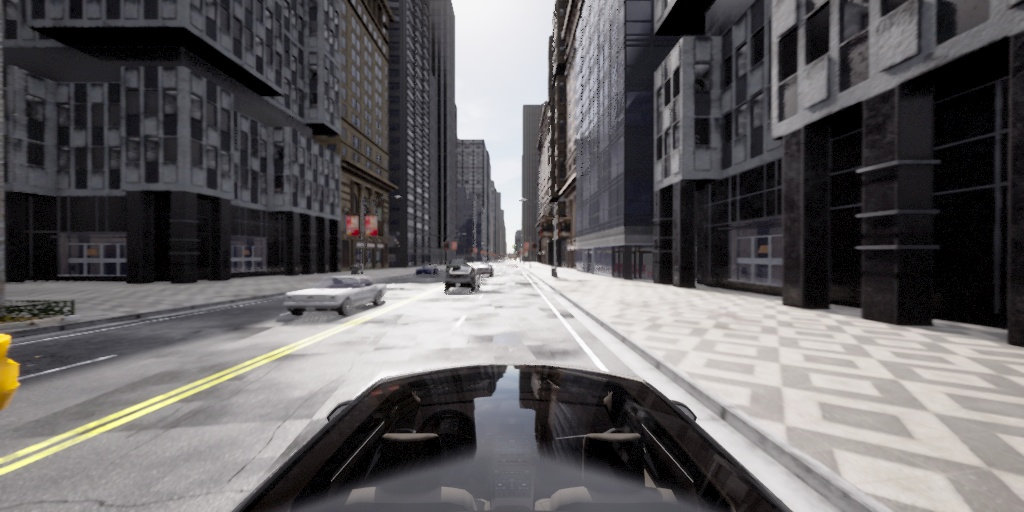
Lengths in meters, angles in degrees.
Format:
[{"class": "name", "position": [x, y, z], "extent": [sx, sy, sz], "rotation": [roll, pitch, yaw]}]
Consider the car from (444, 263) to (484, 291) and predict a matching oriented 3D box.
[{"class": "car", "position": [-3.136, 1.419, 23.250], "extent": [1.837, 1.490, 4.892], "rotation": [0, 0, 0]}]

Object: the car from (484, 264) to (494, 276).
[{"class": "car", "position": [-3.123, 1.645, 42.270], "extent": [2.033, 1.411, 5.357], "rotation": [0, -1, 0]}]

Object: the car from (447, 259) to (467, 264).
[{"class": "car", "position": [-6.550, 1.333, 43.283], "extent": [2.150, 2.045, 5.566], "rotation": [0, -1, 0]}]

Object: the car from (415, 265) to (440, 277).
[{"class": "car", "position": [-9.807, 1.694, 41.770], "extent": [1.895, 1.301, 4.718], "rotation": [0, -1, 0]}]

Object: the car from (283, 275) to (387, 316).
[{"class": "car", "position": [-6.543, 1.434, 13.869], "extent": [1.895, 1.301, 4.718], "rotation": [0, 0, 1]}]

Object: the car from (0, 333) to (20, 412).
[{"class": "car", "position": [-6.595, 1.230, 1.916], "extent": [1.882, 1.535, 5.008], "rotation": [0, -1, 0]}]
